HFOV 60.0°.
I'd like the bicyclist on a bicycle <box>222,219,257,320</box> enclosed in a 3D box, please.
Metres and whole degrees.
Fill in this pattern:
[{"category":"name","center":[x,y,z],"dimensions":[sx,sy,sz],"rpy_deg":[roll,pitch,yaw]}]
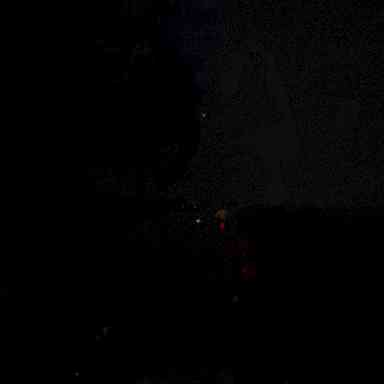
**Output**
[{"category":"bicyclist on a bicycle","center":[0.980,1.448,6.361],"dimensions":[0.582,1.620,1.656],"rpy_deg":[0,0,1]}]

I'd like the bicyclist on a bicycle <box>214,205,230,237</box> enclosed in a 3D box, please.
[{"category":"bicyclist on a bicycle","center":[1.471,1.448,16.165],"dimensions":[0.866,1.612,1.509],"rpy_deg":[0,0,3]}]

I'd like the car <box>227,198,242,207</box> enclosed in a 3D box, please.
[{"category":"car","center":[7.132,1.782,57.451],"dimensions":[1.837,1.490,4.892],"rpy_deg":[0,-1,13]}]

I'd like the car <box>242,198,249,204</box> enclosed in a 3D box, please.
[{"category":"car","center":[11.210,1.991,72.947],"dimensions":[2.033,1.411,5.357],"rpy_deg":[0,-1,18]}]

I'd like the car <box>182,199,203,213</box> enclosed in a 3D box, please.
[{"category":"car","center":[0.080,1.556,38.413],"dimensions":[1.882,1.535,5.008],"rpy_deg":[0,0,9]}]
